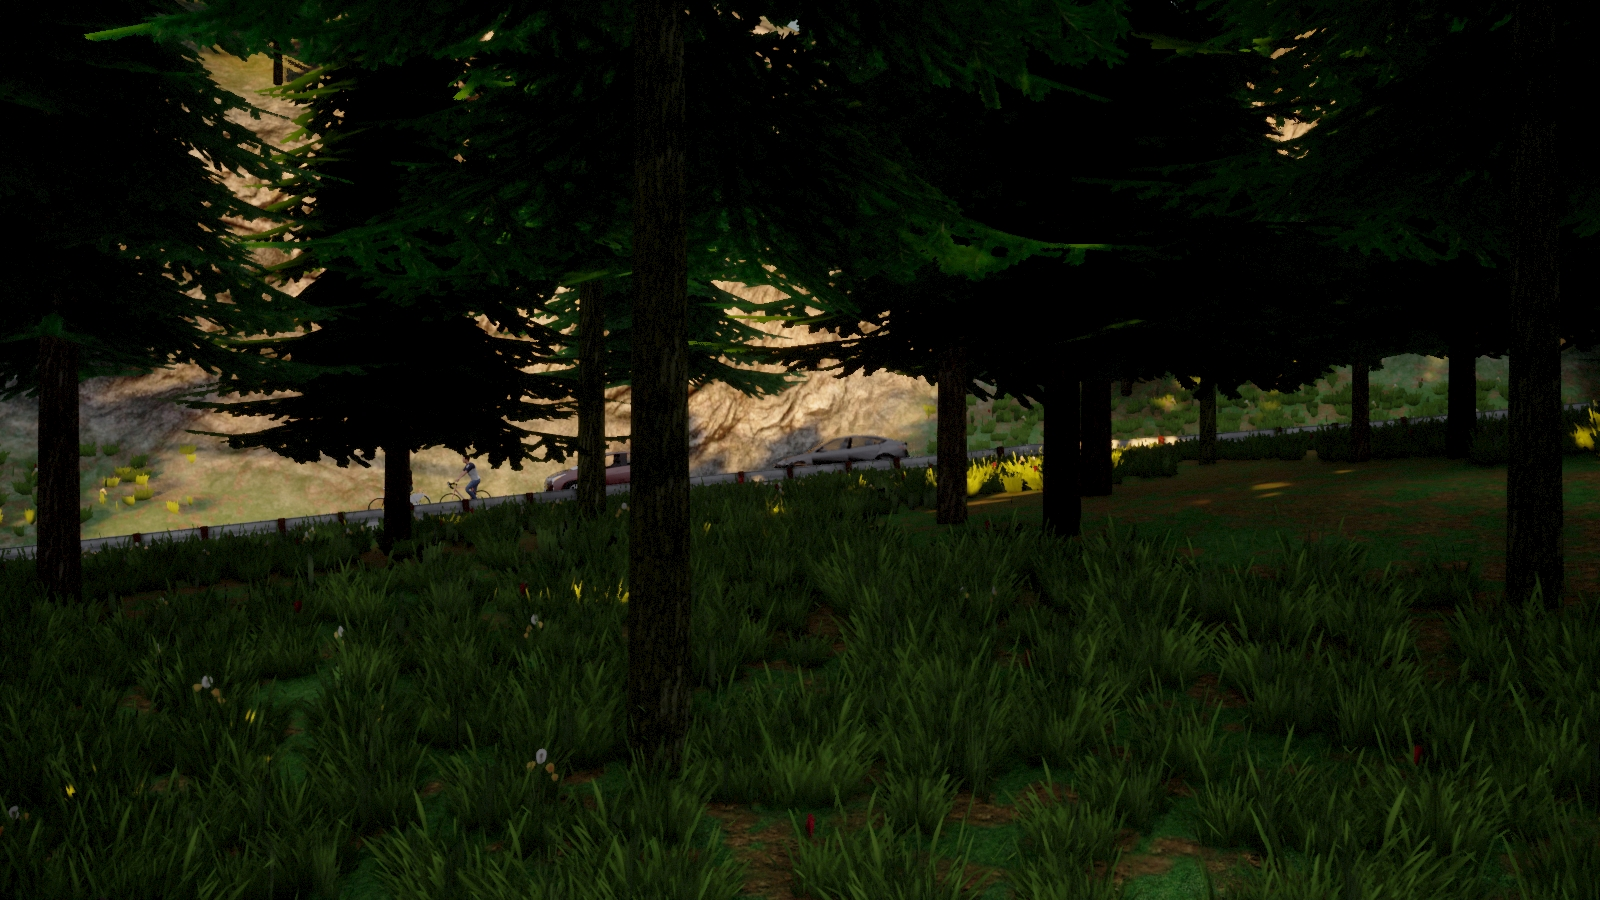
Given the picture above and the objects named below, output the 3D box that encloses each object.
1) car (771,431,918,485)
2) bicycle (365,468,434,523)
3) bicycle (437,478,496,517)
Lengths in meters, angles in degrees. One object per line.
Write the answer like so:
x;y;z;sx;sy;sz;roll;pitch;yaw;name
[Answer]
1.495;0.254;39.843;4.792;1.488;2.163;-4;0;-4;car
-12.076;1.355;34.488;1.835;1.471;0.329;-5;2;-29;bicycle
-10.252;1.440;35.171;1.643;1.024;0.373;-5;3;-36;bicycle
